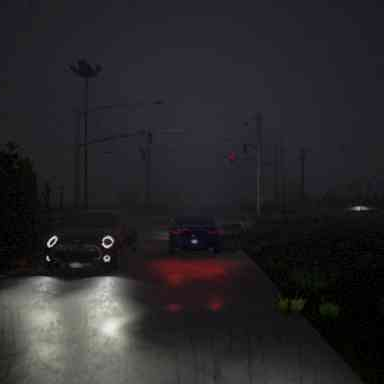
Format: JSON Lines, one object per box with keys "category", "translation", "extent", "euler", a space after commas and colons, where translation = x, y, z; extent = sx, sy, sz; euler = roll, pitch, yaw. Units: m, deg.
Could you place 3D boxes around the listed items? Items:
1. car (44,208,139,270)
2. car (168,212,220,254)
{"category": "car", "translation": [-3.152, 1.410, 11.287], "extent": [2.097, 1.767, 4.553], "euler": [0, 0, 1]}
{"category": "car", "translation": [0.092, 1.549, 13.853], "extent": [1.882, 1.535, 5.008], "euler": [0, 0, 0]}
